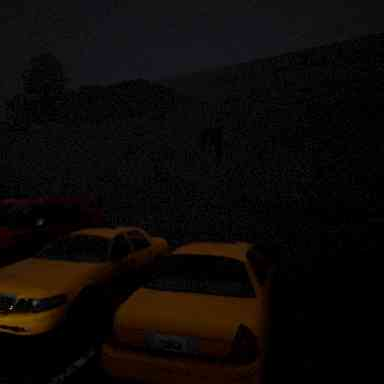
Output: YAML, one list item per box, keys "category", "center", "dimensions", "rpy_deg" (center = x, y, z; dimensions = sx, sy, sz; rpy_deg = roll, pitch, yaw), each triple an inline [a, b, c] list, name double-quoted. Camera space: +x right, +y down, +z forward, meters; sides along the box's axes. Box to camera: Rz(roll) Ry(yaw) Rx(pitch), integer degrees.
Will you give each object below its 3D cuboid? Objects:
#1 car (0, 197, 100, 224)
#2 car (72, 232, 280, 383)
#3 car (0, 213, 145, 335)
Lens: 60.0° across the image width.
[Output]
- category: "car"
  center: [-4.452, 1.174, 8.951]
  dimensions: [2.435, 2.045, 5.566]
  rpy_deg: [1, 0, 15]
- category: "car"
  center: [0.477, 1.464, 5.672]
  dimensions: [1.946, 1.575, 5.366]
  rpy_deg: [0, -1, 16]
- category: "car"
  center: [-2.058, 1.438, 7.054]
  dimensions: [1.946, 1.575, 5.366]
  rpy_deg: [1, 0, 16]
